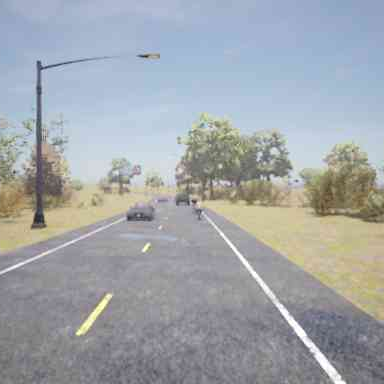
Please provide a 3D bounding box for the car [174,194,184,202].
[{"bbox_3d":[-2.864,1.246,74.582,2.097,1.767,4.553,0,0,-4],"label":"car"}]

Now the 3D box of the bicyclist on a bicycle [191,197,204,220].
[{"bbox_3d":[0.584,1.411,26.746,0.866,1.612,1.509,0,0,-2],"label":"bicyclist on a bicycle"}]

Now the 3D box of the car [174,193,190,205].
[{"bbox_3d":[-1.570,1.145,56.372,2.150,2.045,5.566,0,0,-3],"label":"car"}]

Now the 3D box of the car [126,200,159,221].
[{"bbox_3d":[-3.990,1.542,26.529,1.994,1.385,4.181,0,0,-2],"label":"car"}]

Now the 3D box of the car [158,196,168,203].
[{"bbox_3d":[-5.830,1.457,67.037,1.994,1.385,4.181,0,0,-4],"label":"car"}]
